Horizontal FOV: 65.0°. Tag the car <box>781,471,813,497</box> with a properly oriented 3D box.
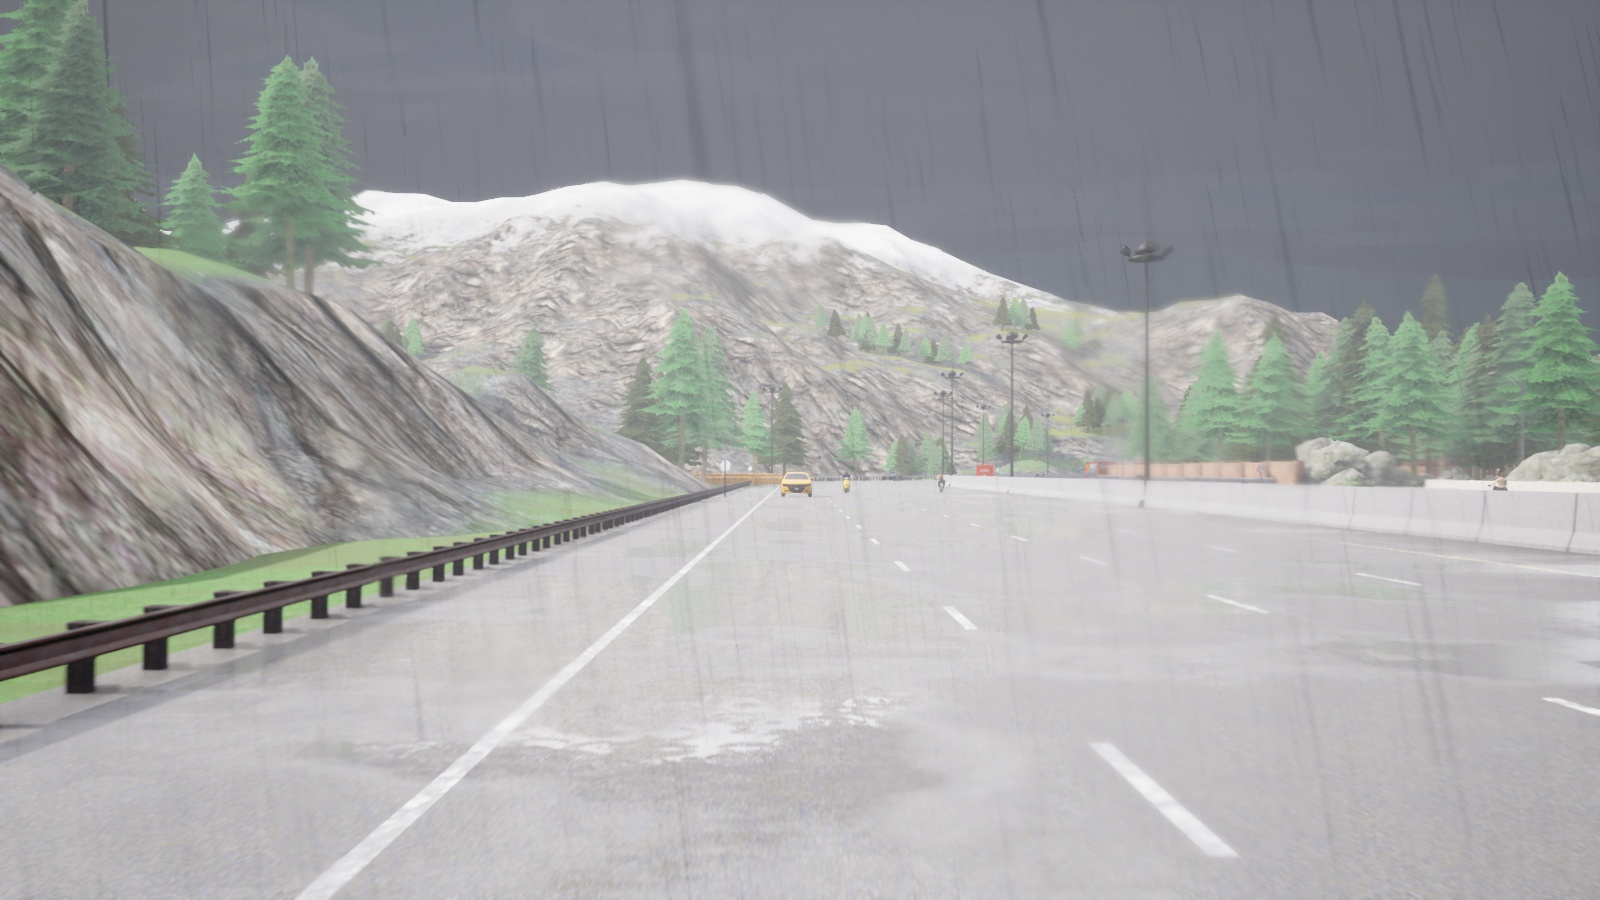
[{"bbox_3d":[-0.185,2.073,76.465,1.882,1.535,5.008,0,-1,0],"label":"car"}]
